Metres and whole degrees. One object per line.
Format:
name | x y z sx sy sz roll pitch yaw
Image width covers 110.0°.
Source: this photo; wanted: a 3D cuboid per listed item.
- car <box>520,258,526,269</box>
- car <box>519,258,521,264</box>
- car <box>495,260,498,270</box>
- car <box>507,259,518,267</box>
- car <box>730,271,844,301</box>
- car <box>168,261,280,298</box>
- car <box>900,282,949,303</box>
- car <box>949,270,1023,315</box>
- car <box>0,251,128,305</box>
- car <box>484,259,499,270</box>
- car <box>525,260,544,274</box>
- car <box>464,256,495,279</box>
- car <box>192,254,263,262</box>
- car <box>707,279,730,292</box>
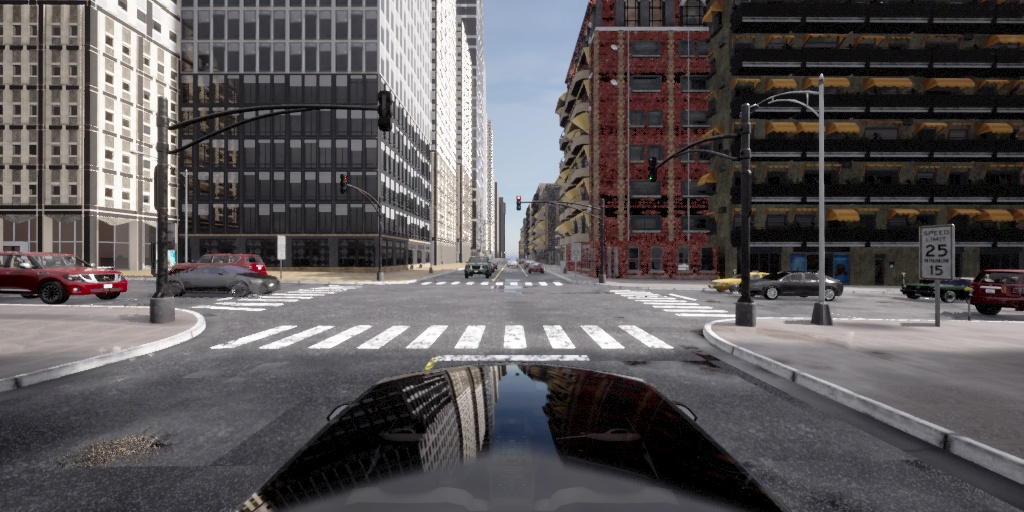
car | 2.715 1.317 54.588 2.007 1.370 4.403 0 0 0
car | 2.719 1.321 60.236 2.007 1.370 4.403 0 0 0
car | -3.073 1.286 43.648 1.812 1.442 4.674 0 0 0
car | 0.136 1.299 64.877 1.812 1.442 4.674 0 0 0
car | 14.922 1.562 19.350 4.892 1.490 1.837 1 0 2
car | -12.944 1.099 16.181 4.181 1.385 1.994 1 0 -4
car | 24.213 1.827 19.456 4.718 1.301 1.895 1 0 -1
car | 20.604 1.461 13.669 5.009 1.841 2.192 0 0 0
car | -17.570 0.757 13.321 5.009 1.841 2.192 0 0 0
car | -3.064 1.244 53.921 1.882 1.535 5.008 0 0 0
car | 2.760 1.341 41.671 1.802 1.307 4.207 0 0 0
car | -3.085 0.977 33.574 2.150 2.045 5.566 0 0 0
car | -17.701 0.776 21.701 5.009 1.841 2.192 0 0 0
car | 14.640 1.587 21.968 4.829 1.417 1.751 0 0 0
